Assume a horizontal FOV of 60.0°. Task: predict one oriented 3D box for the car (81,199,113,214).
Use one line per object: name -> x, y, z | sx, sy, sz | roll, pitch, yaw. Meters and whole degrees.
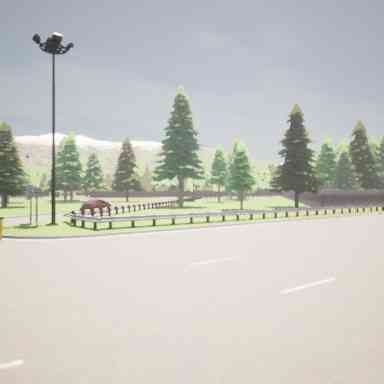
car -> -10.209, 1.525, 36.018 | 1.812, 1.442, 4.674 | 0, 0, 14
